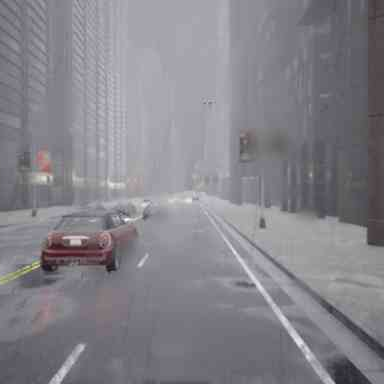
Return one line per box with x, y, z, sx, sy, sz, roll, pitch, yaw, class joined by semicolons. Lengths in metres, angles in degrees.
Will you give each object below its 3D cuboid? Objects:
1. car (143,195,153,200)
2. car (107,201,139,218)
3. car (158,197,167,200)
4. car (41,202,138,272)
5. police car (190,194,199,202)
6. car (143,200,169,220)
-9.750;1.814;73.669;1.895;1.301;4.718;0;0;0;car
-6.595;1.666;32.511;2.033;1.411;5.357;0;0;0;car
-6.500;1.814;73.670;1.895;1.301;4.718;0;0;0;car
-3.154;1.393;11.150;2.097;1.767;4.553;0;0;0;car
0.975;1.682;88.281;1.930;1.638;5.238;0;0;0;police car
-3.151;1.673;29.549;1.994;1.385;4.181;0;0;0;car
